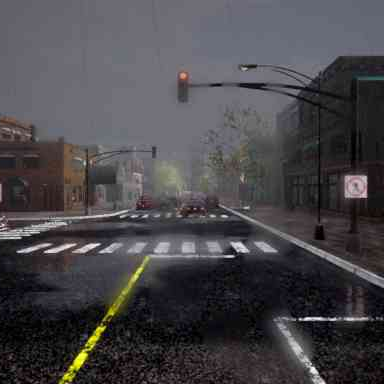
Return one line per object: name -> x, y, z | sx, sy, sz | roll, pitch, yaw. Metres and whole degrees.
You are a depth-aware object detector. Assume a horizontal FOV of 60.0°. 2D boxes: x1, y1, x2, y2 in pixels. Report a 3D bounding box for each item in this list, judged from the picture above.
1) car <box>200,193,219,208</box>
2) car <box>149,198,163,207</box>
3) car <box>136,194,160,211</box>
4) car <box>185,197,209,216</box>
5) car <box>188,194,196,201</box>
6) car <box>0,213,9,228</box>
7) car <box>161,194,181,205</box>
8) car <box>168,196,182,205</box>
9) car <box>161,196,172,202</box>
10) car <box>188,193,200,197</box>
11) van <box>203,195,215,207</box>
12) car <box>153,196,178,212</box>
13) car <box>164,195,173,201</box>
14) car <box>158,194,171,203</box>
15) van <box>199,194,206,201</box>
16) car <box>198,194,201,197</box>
car -> 2.697, 1.305, 46.987 | 2.192, 1.841, 5.009 | -1, 0, 0
car -> -5.680, 1.570, 52.533 | 1.802, 1.307, 4.206 | -1, 0, 0
car -> -5.684, 1.306, 41.445 | 2.192, 1.841, 5.009 | -1, 0, 0
car -> 0.299, 1.541, 32.316 | 2.033, 1.411, 5.357 | 0, 0, 1
car -> 0.018, 1.356, 77.847 | 1.882, 1.535, 5.008 | 0, 0, 0
car -> -14.006, 1.540, 20.662 | 4.553, 1.767, 2.097 | -1, 1, -3
car -> -3.056, 1.467, 48.697 | 1.882, 1.535, 5.008 | 0, 0, 0
car -> -2.989, 1.478, 58.827 | 2.128, 1.511, 4.902 | 0, 0, 0
car -> -5.675, 1.548, 74.709 | 1.947, 1.339, 4.313 | -1, 0, 0
car -> 0.015, 1.476, 67.431 | 2.128, 1.511, 4.902 | 0, 0, 0
van -> 2.699, 1.329, 52.531 | 1.690, 1.788, 3.998 | -1, 0, 0
car -> -3.085, 1.556, 38.897 | 1.994, 1.385, 4.181 | 0, 0, 0
car -> -5.674, 1.525, 80.253 | 1.887, 1.381, 4.507 | -1, 0, 0
car -> -5.678, 1.299, 69.165 | 2.192, 1.841, 5.009 | -1, 0, 0
van -> 2.706, 1.320, 85.795 | 1.690, 1.788, 3.998 | -1, 0, 0
car -> 2.703, 1.536, 63.619 | 2.008, 1.369, 4.403 | -1, 0, 0
